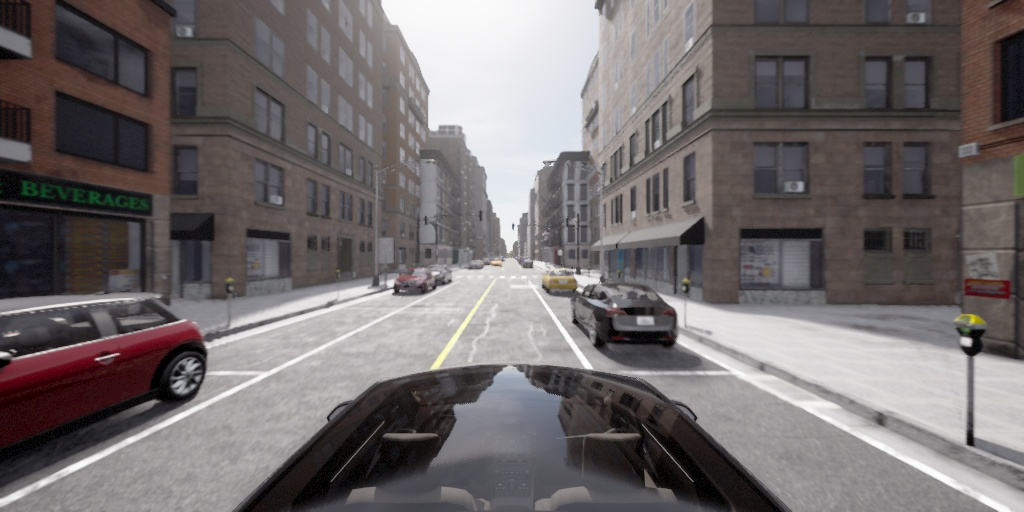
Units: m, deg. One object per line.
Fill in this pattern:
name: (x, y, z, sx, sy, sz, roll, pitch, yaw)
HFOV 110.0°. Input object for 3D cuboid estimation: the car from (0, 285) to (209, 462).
car: (-5.389, 1.189, 3.461, 1.967, 1.591, 4.097, 0, 0, 0)

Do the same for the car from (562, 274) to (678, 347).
car: (2.630, 1.313, 9.155, 1.948, 1.339, 4.313, 0, 0, 0)

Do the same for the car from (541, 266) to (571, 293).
car: (2.616, 1.268, 20.687, 1.751, 1.417, 4.829, 0, 0, 0)

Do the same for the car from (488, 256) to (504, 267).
car: (-2.825, 1.216, 64.903, 1.882, 1.535, 5.008, 0, 1, 0)

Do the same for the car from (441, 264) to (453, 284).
car: (-5.416, 1.290, 26.188, 2.007, 1.370, 4.403, 0, 0, 0)

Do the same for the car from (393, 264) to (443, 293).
car: (-5.409, 1.324, 20.506, 1.802, 1.307, 4.207, 0, 0, 0)

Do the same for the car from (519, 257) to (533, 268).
car: (2.573, 1.271, 58.480, 2.007, 1.370, 4.403, 0, 0, 0)

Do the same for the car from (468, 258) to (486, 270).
car: (-5.450, 1.274, 53.064, 2.007, 1.370, 4.403, 0, 0, 0)
